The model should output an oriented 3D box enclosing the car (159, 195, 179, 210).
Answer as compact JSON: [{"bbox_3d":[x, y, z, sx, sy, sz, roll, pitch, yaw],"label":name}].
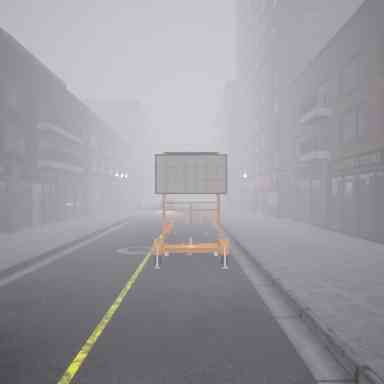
[{"bbox_3d":[-3.241,1.517,43.845,2.128,1.511,4.902,0,0,0],"label":"car"}]

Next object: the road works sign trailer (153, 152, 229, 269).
[{"bbox_3d":[-0.029,0.467,11.182,2.380,3.560,2.880,0,0,0],"label":"road works sign trailer"}]
